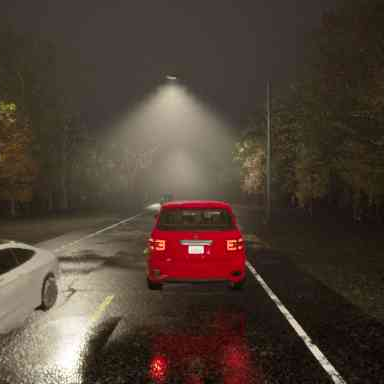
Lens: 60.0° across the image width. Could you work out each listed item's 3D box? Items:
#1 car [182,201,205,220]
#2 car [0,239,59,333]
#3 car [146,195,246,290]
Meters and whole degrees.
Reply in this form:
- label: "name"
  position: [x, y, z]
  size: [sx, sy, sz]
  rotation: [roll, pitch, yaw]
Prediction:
- label: "car"
  position: [0.090, 1.542, 28.964]
  size: [1.812, 1.442, 4.674]
  rotation: [0, 0, 0]
- label: "car"
  position: [-3.602, 1.528, 5.052]
  size: [1.812, 1.442, 4.674]
  rotation: [0, 0, 0]
- label: "car"
  position: [0.092, 1.227, 9.203]
  size: [2.150, 2.045, 5.566]
  rotation: [0, 0, 0]
